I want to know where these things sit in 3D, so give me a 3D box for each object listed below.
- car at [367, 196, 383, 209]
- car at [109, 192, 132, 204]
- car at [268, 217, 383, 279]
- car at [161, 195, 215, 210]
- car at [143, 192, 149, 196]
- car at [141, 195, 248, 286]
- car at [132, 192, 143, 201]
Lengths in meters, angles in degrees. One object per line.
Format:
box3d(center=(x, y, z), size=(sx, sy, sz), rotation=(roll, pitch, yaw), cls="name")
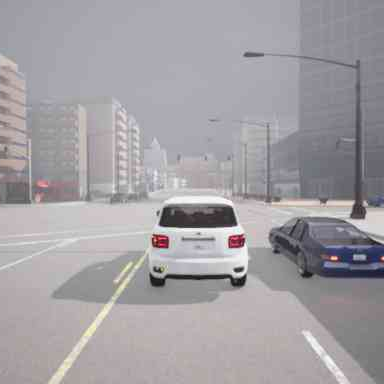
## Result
box3d(center=(20.643, 0.889, 33.986), size=(5.008, 1.535, 1.882), rotation=(0, 1, 1), cls="car")
box3d(center=(-10.283, 0.832, 47.075), size=(1.837, 1.490, 4.892), rotation=(0, 1, 1), cls="car")
box3d(center=(3.663, 1.431, 9.754), size=(2.033, 1.411, 5.357), rotation=(0, 1, 0), cls="car")
box3d(center=(-0.401, 1.029, 34.306), size=(5.357, 1.411, 2.033), rotation=(0, 1, 1), cls="car")
box3d(center=(-10.080, 0.664, 68.700), size=(1.882, 1.535, 5.008), rotation=(0, 0, 0), cls="car")
box3d(center=(0.146, 1.119, 9.213), size=(2.150, 2.045, 5.566), rotation=(0, 1, 0), cls="car")
box3d(center=(-10.216, 0.812, 57.075), size=(1.994, 1.385, 4.181), rotation=(0, 0, 0), cls="car")
